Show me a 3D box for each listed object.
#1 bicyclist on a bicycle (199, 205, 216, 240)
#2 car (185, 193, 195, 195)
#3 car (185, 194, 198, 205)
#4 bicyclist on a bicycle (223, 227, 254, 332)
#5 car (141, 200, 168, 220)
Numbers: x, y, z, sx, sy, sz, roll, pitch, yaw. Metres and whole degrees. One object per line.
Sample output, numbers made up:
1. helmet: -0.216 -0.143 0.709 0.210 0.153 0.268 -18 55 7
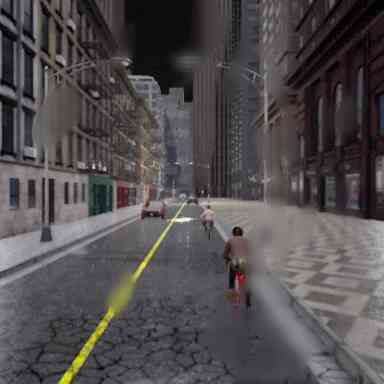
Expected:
1. bicyclist on a bicycle: 0.790 1.432 16.017 0.866 1.612 1.509 0 0 0
2. car: 0.013 1.302 75.116 2.150 2.045 5.566 0 0 0
3. car: 0.113 1.551 60.368 1.837 1.490 4.892 0 0 0
4. bicyclist on a bicycle: 0.827 1.451 5.870 0.582 1.620 1.656 0 0 0
5. car: -3.095 1.475 28.060 1.882 1.535 5.008 0 0 0
